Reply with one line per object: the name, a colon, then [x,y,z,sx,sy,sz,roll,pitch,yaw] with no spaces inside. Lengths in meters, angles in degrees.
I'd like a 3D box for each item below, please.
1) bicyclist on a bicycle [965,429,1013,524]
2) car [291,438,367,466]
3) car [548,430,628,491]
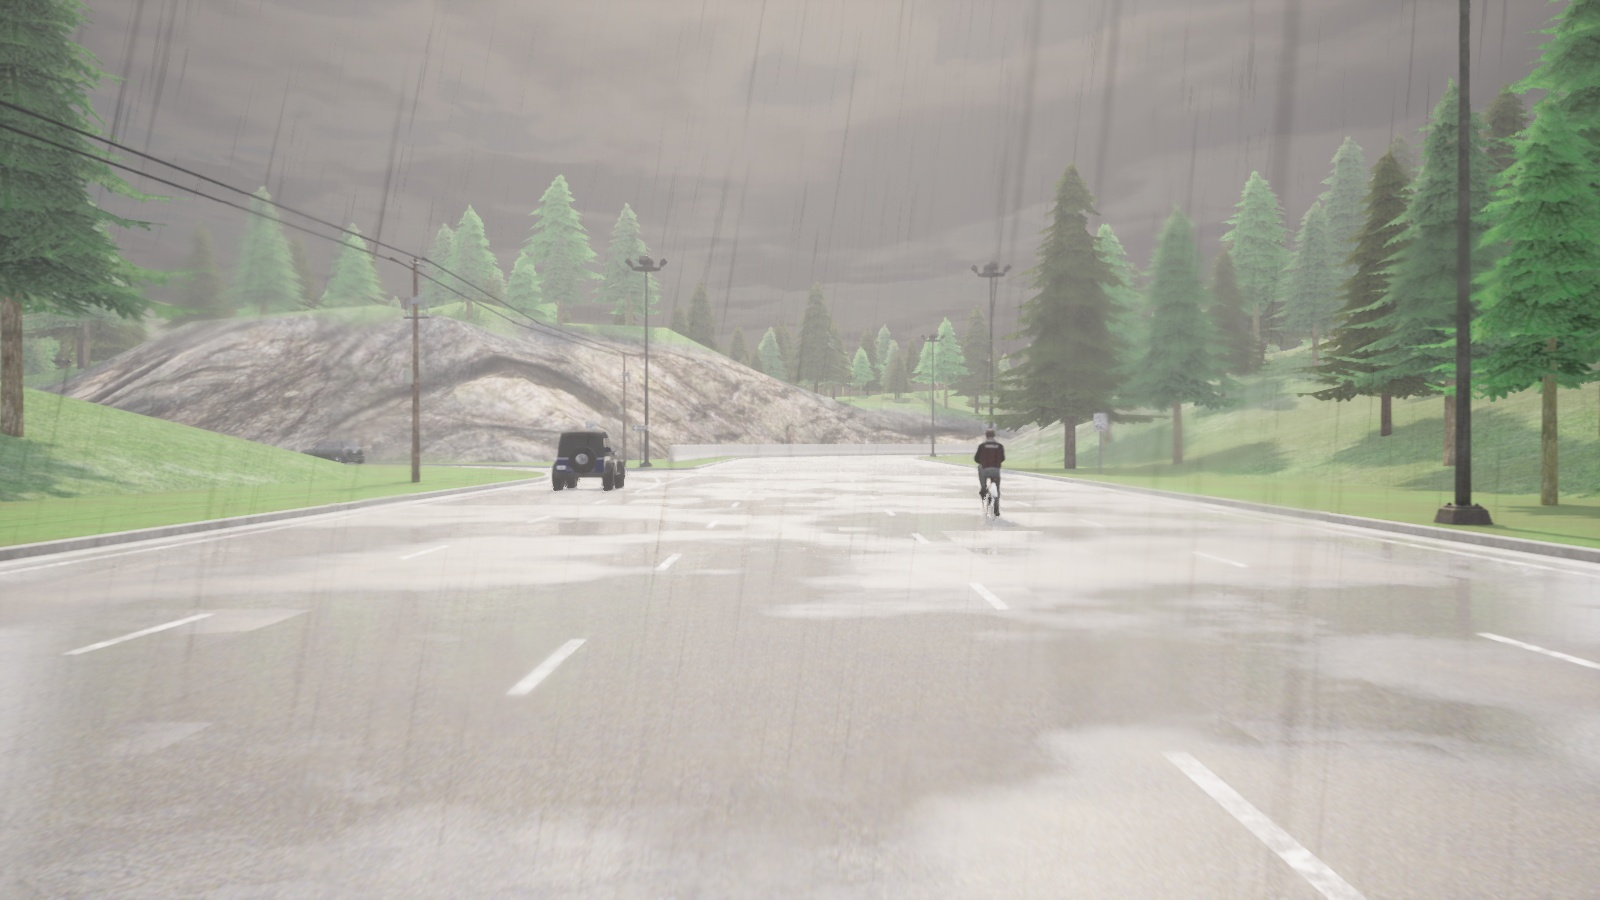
bicyclist on a bicycle: [3.654,0.482,24.396,0.659,1.776,1.843,0,1,0]
car: [-31.227,0.111,83.220,4.553,1.767,2.097,0,0,23]
car: [-6.755,0.309,40.373,1.905,1.878,3.866,0,0,0]
